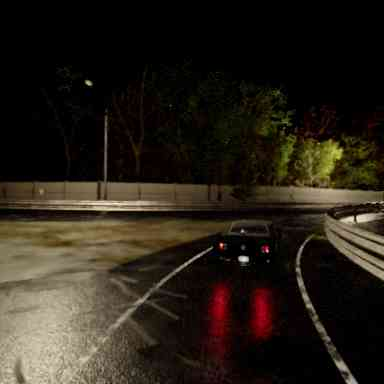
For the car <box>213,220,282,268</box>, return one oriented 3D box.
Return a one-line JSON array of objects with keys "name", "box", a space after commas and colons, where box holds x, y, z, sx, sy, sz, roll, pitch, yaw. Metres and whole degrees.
[{"name": "car", "box": [2.142, 1.647, 11.682, 1.895, 1.301, 4.718, 1, 0, 17]}]
